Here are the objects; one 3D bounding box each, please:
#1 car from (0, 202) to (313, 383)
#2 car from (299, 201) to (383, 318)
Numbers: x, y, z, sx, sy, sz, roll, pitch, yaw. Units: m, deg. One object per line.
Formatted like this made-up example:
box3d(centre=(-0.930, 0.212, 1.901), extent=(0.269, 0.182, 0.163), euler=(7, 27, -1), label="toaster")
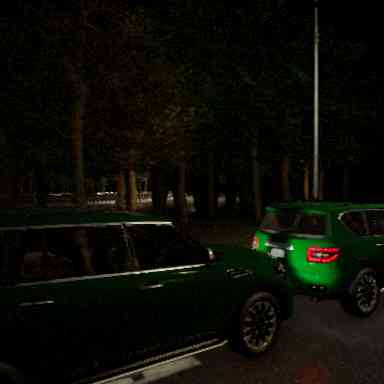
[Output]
box3d(centre=(-1.103, 1.222, 4.366), extent=(5.566, 2.045, 2.150), euler=(0, 0, -35), label="car")
box3d(centre=(3.873, 1.237, 7.670), extent=(5.566, 2.045, 2.150), euler=(0, 0, -32), label="car")
